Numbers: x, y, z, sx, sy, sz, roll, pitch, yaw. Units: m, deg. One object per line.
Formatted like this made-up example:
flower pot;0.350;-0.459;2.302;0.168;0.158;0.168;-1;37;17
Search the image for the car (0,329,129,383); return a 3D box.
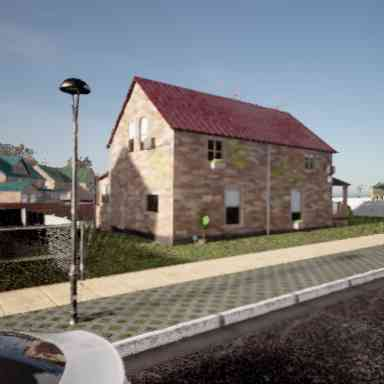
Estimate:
car;-2.433;1.527;1.327;4.674;1.442;1.812;0;0;-35
